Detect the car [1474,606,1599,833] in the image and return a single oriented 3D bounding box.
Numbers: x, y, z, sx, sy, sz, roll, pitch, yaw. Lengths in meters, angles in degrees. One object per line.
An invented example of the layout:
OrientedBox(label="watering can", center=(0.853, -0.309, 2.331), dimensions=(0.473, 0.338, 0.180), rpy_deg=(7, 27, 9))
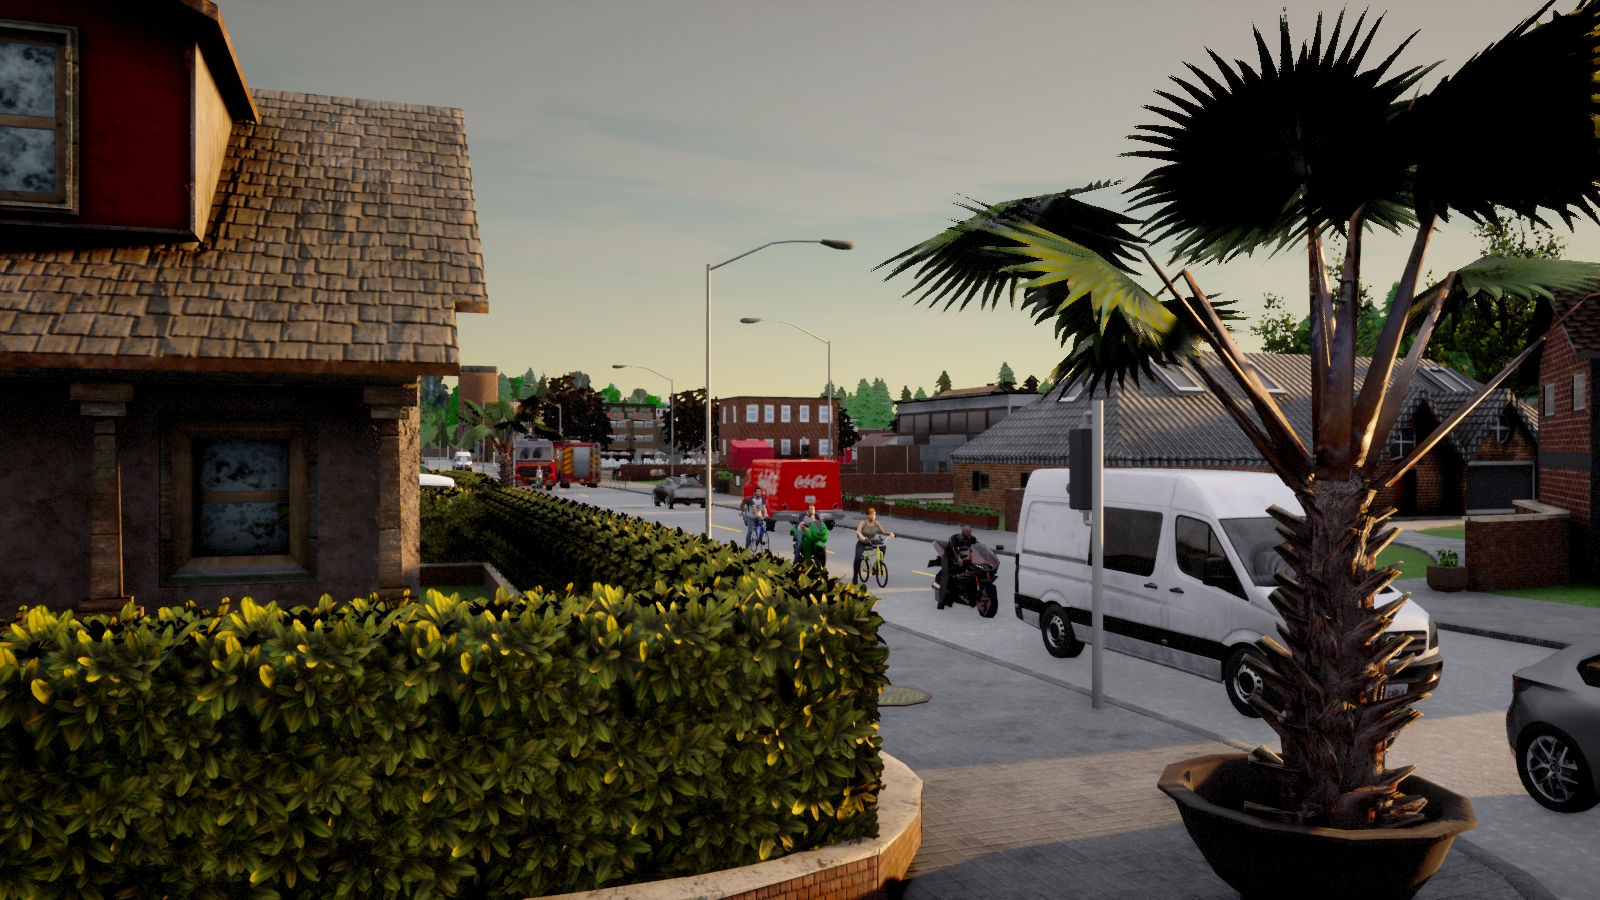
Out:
OrientedBox(label="car", center=(6.934, 2.069, 7.650), dimensions=(1.816, 1.474, 4.193), rpy_deg=(0, 0, -12))

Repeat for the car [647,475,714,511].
OrientedBox(label="car", center=(-5.876, 2.053, 55.639), dimensions=(2.128, 1.511, 4.902), rpy_deg=(0, 0, -20))

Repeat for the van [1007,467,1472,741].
OrientedBox(label="van", center=(4.966, 1.538, 14.186), dimensions=(1.988, 2.561, 5.915), rpy_deg=(0, 0, -20))

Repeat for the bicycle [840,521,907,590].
OrientedBox(label="bicycle", center=(1.505, 2.162, 23.648), dimensions=(0.859, 1.276, 1.487), rpy_deg=(0, 0, -19))

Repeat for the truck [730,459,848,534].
OrientedBox(label="truck", center=(-0.505, 1.568, 40.887), dimensions=(2.627, 2.467, 5.204), rpy_deg=(0, 0, -20))
